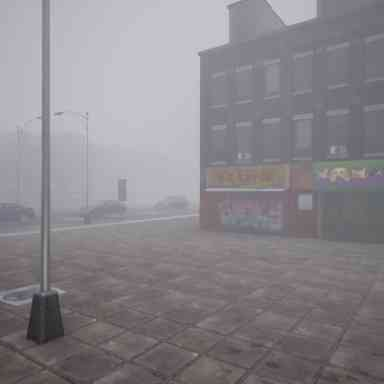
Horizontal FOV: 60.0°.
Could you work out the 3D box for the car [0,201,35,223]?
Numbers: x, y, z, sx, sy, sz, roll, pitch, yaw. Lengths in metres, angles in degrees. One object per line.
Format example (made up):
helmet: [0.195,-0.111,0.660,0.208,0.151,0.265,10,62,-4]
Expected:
car: [-13.391,1.432,22.730,1.882,1.535,5.008,0,0,35]

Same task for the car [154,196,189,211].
car: [-2.289,1.235,38.520,2.097,1.767,4.553,0,0,35]

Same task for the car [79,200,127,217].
car: [-8.018,1.445,30.378,1.812,1.442,4.674,0,0,35]
